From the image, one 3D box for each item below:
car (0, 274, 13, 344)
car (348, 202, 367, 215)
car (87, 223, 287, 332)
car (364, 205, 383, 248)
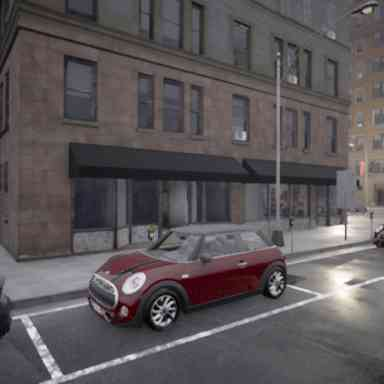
[{"bbox_3d":[-4.443,1.554,3.583,4.403,1.369,2.008,0,1,-36],"label":"car"},{"bbox_3d":[14.770,1.351,32.545,2.128,1.511,4.902,0,0,-36],"label":"car"},{"bbox_3d":[0.023,1.433,6.780,4.097,1.590,1.967,0,1,-36],"label":"car"},{"bbox_3d":[8.956,1.416,13.177,4.097,1.590,1.967,0,1,-36],"label":"car"}]
